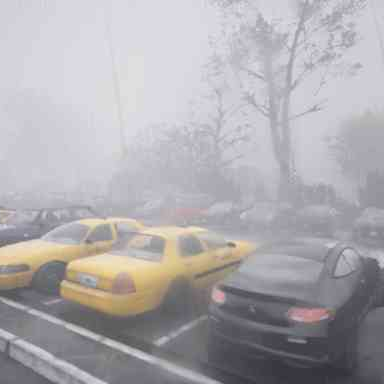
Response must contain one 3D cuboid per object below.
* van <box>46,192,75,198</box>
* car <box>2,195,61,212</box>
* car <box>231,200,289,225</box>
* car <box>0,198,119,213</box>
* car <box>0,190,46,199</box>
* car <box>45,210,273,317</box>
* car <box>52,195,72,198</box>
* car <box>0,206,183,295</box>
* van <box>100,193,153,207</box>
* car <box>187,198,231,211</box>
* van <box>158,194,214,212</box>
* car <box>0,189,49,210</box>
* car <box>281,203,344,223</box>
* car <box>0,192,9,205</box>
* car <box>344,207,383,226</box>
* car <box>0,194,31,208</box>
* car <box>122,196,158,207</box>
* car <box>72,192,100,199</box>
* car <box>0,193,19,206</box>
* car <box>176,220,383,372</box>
[{"bbox_3d":[-11.621,0.964,30.579,1.878,1.987,4.442,1,0,35],"label":"van"},{"bbox_3d":[-16.276,1.090,34.011,2.097,1.535,5.008,2,1,35],"label":"car"},{"bbox_3d":[4.500,1.291,19.361,2.185,1.767,4.553,1,0,35],"label":"car"},{"bbox_3d":[-4.904,1.228,10.618,2.185,1.767,4.553,1,0,35],"label":"car"},{"bbox_3d":[-9.519,1.037,13.877,2.435,2.045,5.566,1,0,35],"label":"car"},{"bbox_3d":[-0.202,1.416,7.482,1.946,1.575,5.366,1,0,35],"label":"car"},{"bbox_3d":[-9.230,1.252,29.071,2.163,1.488,4.792,1,0,35],"label":"car"},{"bbox_3d":[-2.723,1.382,8.810,1.946,1.575,5.366,1,0,35],"label":"car"},{"bbox_3d":[-4.569,1.062,25.880,1.878,1.987,4.442,1,0,35],"label":"van"},{"bbox_3d":[2.178,1.383,20.970,2.097,1.535,5.008,1,0,35],"label":"car"},{"bbox_3d":[0.043,1.127,22.616,1.878,1.987,4.442,1,0,35],"label":"van"},{"bbox_3d":[-18.597,0.760,35.625,2.435,2.045,5.566,2,1,35],"label":"car"},{"bbox_3d":[6.783,1.448,17.702,2.097,1.535,5.008,1,0,35],"label":"car"},{"bbox_3d":[-25.394,0.769,40.475,2.231,1.521,4.892,2,1,35],"label":"car"},{"bbox_3d":[9.094,1.481,16.081,2.097,1.535,5.008,1,0,35],"label":"car"},{"bbox_3d":[-20.909,0.958,37.258,2.163,1.488,4.792,2,1,35],"label":"car"},{"bbox_3d":[-2.330,1.321,24.159,2.231,1.521,4.892,1,0,35],"label":"car"},{"bbox_3d":[-7.062,1.128,27.461,2.185,1.767,4.553,1,0,35],"label":"car"},{"bbox_3d":[-23.214,0.876,38.888,2.163,1.488,4.792,2,1,35],"label":"car"},{"bbox_3d":[1.996,1.491,5.698,2.002,1.452,4.674,1,0,35],"label":"car"}]
